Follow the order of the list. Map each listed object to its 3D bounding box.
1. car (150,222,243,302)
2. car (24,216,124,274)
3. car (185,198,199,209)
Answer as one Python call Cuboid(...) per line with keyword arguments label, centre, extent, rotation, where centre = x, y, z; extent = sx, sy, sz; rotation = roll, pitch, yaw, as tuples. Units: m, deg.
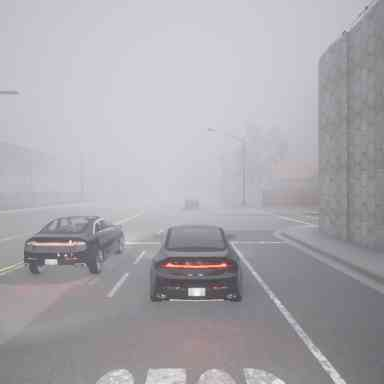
Cuboid(label="car", centre=(0.078, 1.505, 8.252), extent=(1.837, 1.490, 4.892), rotation=(0, 0, 0))
Cuboid(label="car", centre=(-3.430, 1.492, 10.520), extent=(2.128, 1.511, 4.902), rotation=(0, 0, 0))
Cuboid(label="car", centre=(-0.026, 1.491, 44.231), extent=(2.128, 1.511, 4.902), rotation=(0, 0, 0))
